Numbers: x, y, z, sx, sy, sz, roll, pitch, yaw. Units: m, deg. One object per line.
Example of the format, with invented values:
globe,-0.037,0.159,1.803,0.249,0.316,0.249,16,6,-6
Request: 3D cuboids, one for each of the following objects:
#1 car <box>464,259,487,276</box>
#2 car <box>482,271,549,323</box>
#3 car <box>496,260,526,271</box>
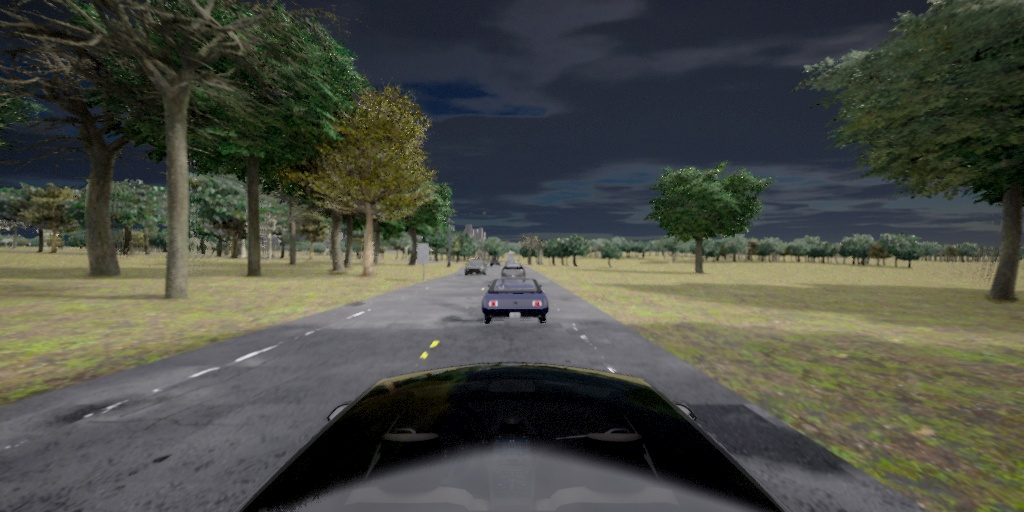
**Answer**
car,-3.694,1.135,37.048,2.097,1.767,4.553,0,0,-1
car,0.096,1.340,12.096,1.895,1.301,4.718,0,0,0
car,0.101,1.249,28.807,2.128,1.511,4.902,0,0,0
